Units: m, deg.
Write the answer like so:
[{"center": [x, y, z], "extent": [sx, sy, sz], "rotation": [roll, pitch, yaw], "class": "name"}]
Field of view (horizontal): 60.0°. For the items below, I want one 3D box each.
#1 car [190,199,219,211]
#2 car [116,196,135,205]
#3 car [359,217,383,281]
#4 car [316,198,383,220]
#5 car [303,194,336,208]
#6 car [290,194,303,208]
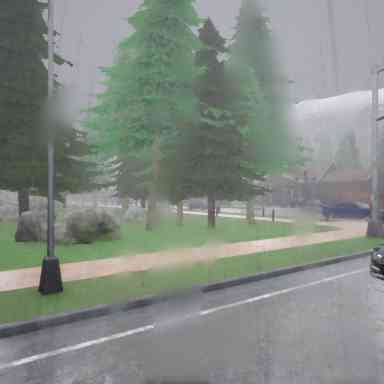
[{"center": [1.430, 1.550, 41.142], "extent": [1.994, 1.385, 4.181], "rotation": [0, 0, -37], "class": "car"}, {"center": [-11.251, 1.487, 57.196], "extent": [2.128, 1.511, 4.902], "rotation": [0, 0, -43], "class": "car"}, {"center": [6.541, 1.491, 8.670], "extent": [4.902, 1.511, 2.128], "rotation": [0, 0, -35], "class": "car"}, {"center": [12.751, 1.464, 26.122], "extent": [1.882, 1.535, 5.008], "rotation": [0, 0, -37], "class": "car"}, {"center": [16.682, 1.160, 42.408], "extent": [4.605, 1.855, 1.932], "rotation": [0, 0, -37], "class": "car"}, {"center": [14.856, 1.161, 44.179], "extent": [3.866, 1.878, 1.905], "rotation": [0, 0, -37], "class": "car"}]
